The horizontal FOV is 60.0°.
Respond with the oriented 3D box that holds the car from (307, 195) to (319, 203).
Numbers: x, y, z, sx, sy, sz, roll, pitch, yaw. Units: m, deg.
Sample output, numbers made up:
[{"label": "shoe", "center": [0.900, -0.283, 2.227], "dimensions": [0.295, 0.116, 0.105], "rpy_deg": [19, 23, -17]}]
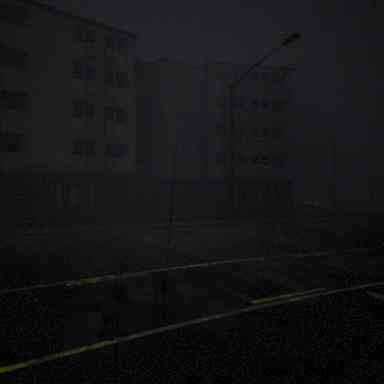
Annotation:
[{"label": "car", "center": [25.618, 1.349, 70.503], "dimensions": [2.097, 1.767, 4.553], "rpy_deg": [0, 0, 18]}]
